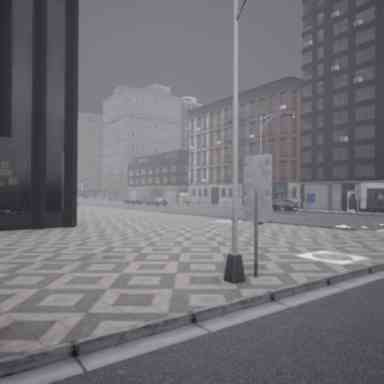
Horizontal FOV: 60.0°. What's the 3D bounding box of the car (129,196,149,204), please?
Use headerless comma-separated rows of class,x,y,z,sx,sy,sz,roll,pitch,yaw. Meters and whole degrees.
car,-10.764,1.615,67.111,2.128,1.511,4.902,1,0,-36

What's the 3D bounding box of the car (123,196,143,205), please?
car,-11.184,1.694,61.947,1.895,1.301,4.718,1,0,-36

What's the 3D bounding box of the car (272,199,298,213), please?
car,9.885,1.574,38.311,1.837,1.490,4.892,1,0,-36

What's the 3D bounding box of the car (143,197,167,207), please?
car,-5.736,1.605,54.407,1.812,1.442,4.674,1,0,-36
